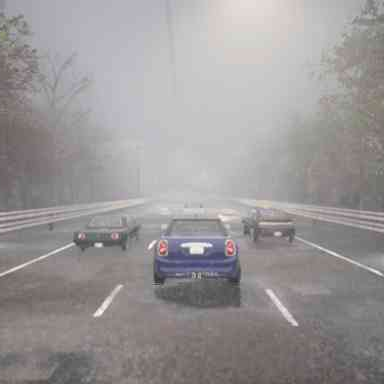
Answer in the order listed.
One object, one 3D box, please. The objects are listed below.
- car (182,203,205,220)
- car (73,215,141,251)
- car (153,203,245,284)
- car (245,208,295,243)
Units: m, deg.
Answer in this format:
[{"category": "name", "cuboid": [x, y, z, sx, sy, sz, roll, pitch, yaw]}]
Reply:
[{"category": "car", "cuboid": [0.130, 1.691, 30.369, 1.895, 1.301, 4.718, 0, 0, 0]}, {"category": "car", "cuboid": [-3.388, 1.647, 14.320, 1.895, 1.301, 4.718, 0, 0, 0]}, {"category": "car", "cuboid": [0.112, 1.384, 9.850, 2.097, 1.767, 4.553, 0, 0, 0]}, {"category": "car", "cuboid": [3.614, 1.545, 16.407, 2.128, 1.511, 4.902, 0, 0, 0]}]
